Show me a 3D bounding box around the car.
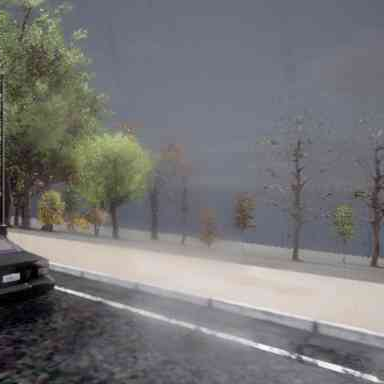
[{"bbox_3d":[-5.193,1.554,7.317,5.357,1.411,2.033,0,0,36],"label":"car"}]
